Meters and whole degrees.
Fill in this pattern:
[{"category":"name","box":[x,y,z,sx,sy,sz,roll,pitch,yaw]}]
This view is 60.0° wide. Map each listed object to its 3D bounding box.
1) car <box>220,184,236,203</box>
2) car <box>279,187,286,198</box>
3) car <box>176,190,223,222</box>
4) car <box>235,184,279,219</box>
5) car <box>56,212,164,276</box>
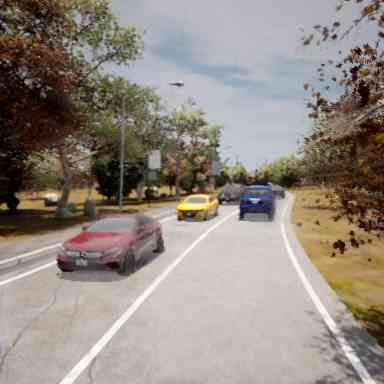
[{"category":"car","box":[4.241,0.207,34.083,2.150,2.045,5.566,0,2,19]},{"category":"car","box":[11.599,0.044,45.124,1.837,1.490,4.892,0,3,18]},{"category":"car","box":[0.460,0.929,21.643,1.882,1.535,5.008,0,2,15]},{"category":"car","box":[4.553,0.616,22.730,2.150,2.045,5.566,0,2,16]},{"category":"car","box":[-2.173,1.367,10.140,1.812,1.442,4.674,1,1,11]}]
